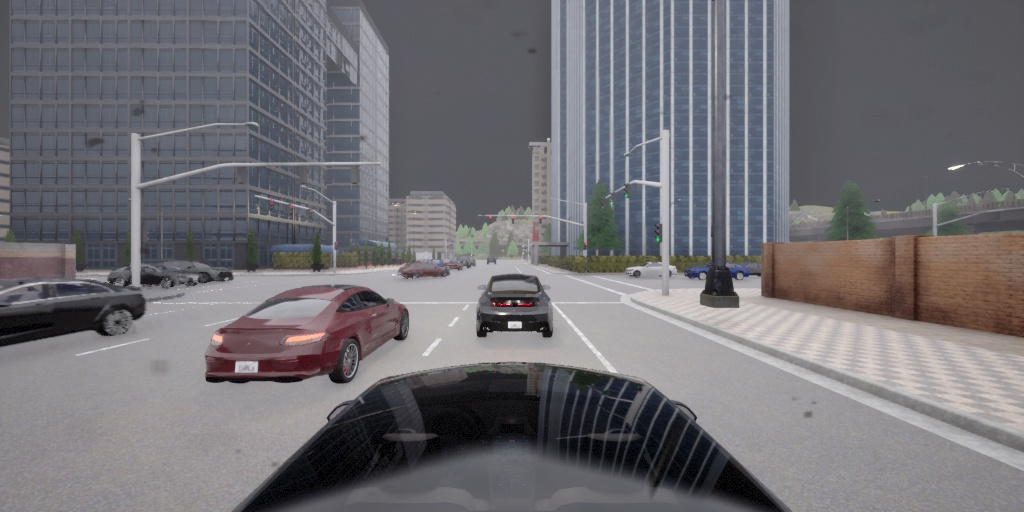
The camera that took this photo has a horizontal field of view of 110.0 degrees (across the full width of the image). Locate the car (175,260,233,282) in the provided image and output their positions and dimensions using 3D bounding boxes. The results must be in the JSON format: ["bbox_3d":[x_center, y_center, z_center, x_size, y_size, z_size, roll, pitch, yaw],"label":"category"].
[{"bbox_3d":[-23.127,1.102,26.198,4.553,1.767,2.097,0,0,-1],"label":"car"}]

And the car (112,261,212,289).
[{"bbox_3d":[-22.410,1.242,22.626,4.902,1.511,2.128,0,0,1],"label":"car"}]

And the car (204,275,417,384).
[{"bbox_3d":[-3.438,1.276,6.958,1.812,1.442,4.674,0,0,0],"label":"car"}]

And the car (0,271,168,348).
[{"bbox_3d":[-10.636,1.241,7.476,2.128,1.511,4.902,0,0,0],"label":"car"}]

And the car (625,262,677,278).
[{"bbox_3d":[13.027,1.276,33.713,4.674,1.442,1.812,0,0,1],"label":"car"}]

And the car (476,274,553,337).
[{"bbox_3d":[0.064,1.255,10.224,1.837,1.490,4.892,0,0,0],"label":"car"}]

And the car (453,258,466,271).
[{"bbox_3d":[-7.912,1.351,49.641,1.895,1.301,4.718,0,0,-1],"label":"car"}]

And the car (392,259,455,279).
[{"bbox_3d":[-7.693,1.276,31.471,4.674,1.442,1.812,0,1,-44],"label":"car"}]

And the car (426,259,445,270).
[{"bbox_3d":[-11.473,1.227,53.826,1.882,1.535,5.008,0,0,-1],"label":"car"}]

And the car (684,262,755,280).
[{"bbox_3d":[17.209,1.228,30.269,5.008,1.535,1.882,0,0,-1],"label":"car"}]

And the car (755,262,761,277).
[{"bbox_3d":[22.614,1.297,33.817,5.357,1.411,2.033,0,0,-1],"label":"car"}]

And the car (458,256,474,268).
[{"bbox_3d":[-8.050,0.971,59.435,2.150,2.045,5.566,0,0,-1],"label":"car"}]

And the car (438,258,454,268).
[{"bbox_3d":[-11.596,1.227,63.457,1.882,1.535,5.008,0,0,0],"label":"car"}]
